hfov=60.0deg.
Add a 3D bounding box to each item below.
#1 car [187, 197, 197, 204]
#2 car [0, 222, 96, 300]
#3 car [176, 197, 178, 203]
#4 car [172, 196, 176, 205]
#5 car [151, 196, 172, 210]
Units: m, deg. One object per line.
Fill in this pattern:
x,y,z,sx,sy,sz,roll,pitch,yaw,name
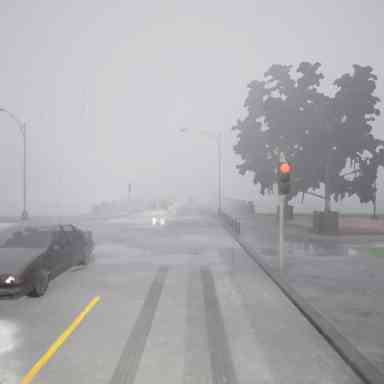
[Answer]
0.016,1.547,61.723,2.033,1.411,5.357,0,0,0,car
-4.099,1.544,8.765,2.033,1.411,5.357,0,0,0,car
-3.982,1.492,69.135,2.128,1.511,4.902,0,0,0,car
-4.074,1.477,54.826,1.882,1.535,5.008,0,0,0,car
-4.089,1.491,42.286,2.128,1.511,4.902,0,0,0,car
